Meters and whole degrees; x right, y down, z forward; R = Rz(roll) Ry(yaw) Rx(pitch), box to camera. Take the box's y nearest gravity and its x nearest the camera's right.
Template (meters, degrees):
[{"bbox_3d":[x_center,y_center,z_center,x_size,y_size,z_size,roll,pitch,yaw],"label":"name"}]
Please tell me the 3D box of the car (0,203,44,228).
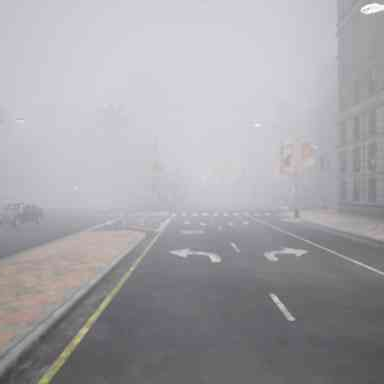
[{"bbox_3d":[-11.550,1.483,21.985,2.128,1.511,4.902,0,0,0],"label":"car"}]
